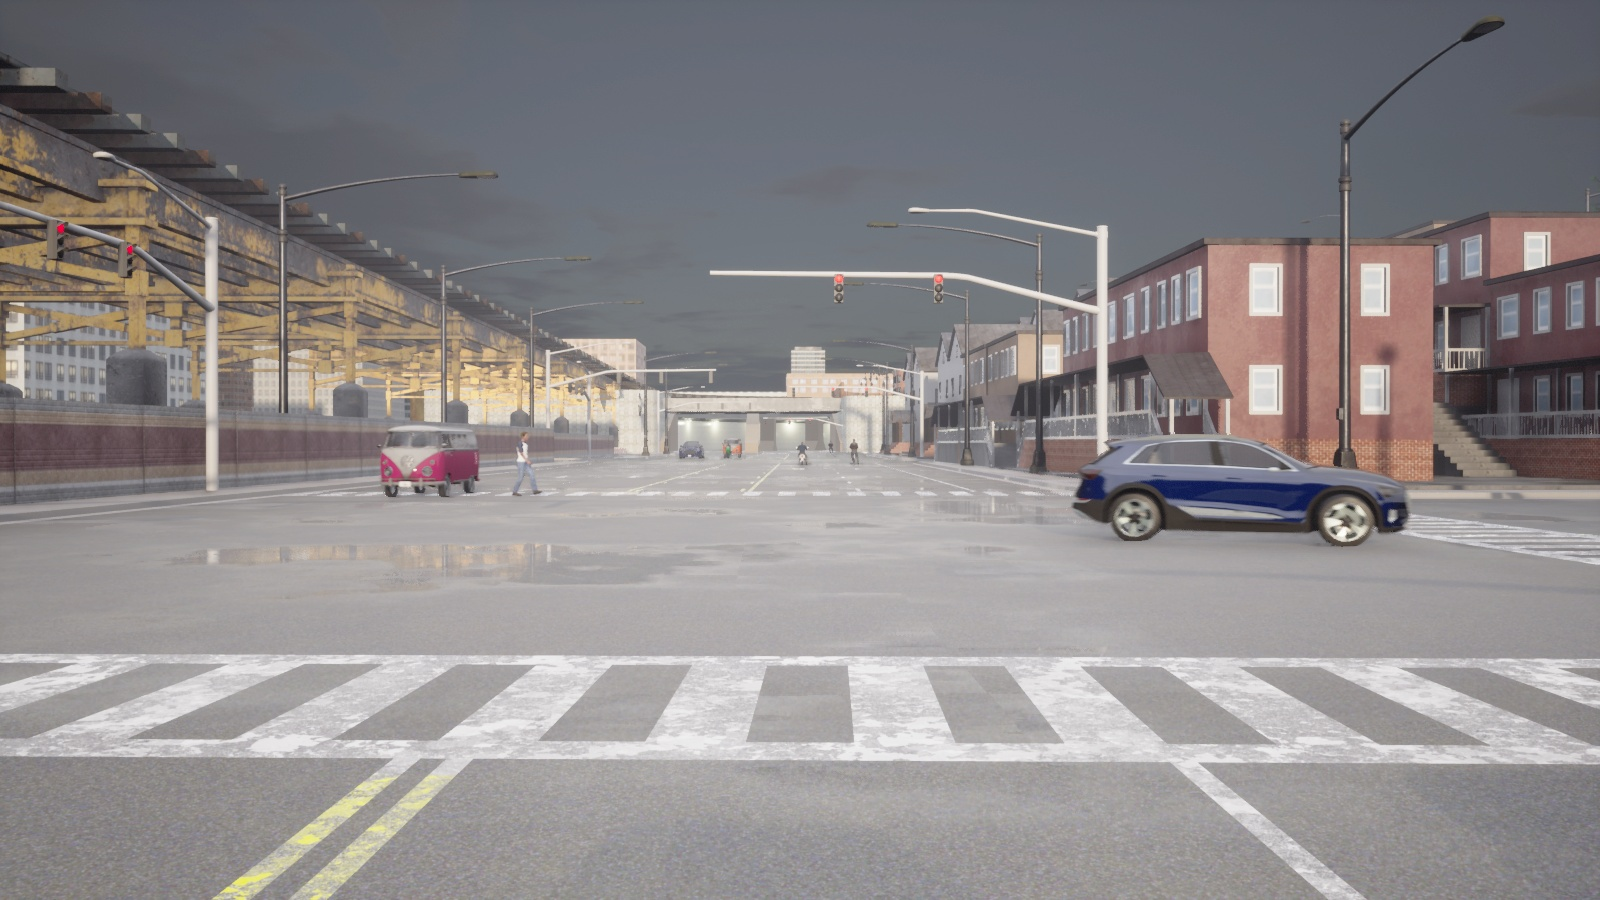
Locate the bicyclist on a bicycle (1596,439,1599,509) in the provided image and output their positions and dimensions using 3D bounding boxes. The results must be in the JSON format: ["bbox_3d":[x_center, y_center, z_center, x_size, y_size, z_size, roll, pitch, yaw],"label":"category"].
[{"bbox_3d":[19.281,0.552,28.819,1.656,1.620,0.582,0,0,0],"label":"bicyclist on a bicycle"}]

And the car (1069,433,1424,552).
[{"bbox_3d":[6.731,0.574,19.226,4.856,1.649,2.033,0,1,20],"label":"car"}]

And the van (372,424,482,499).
[{"bbox_3d":[-10.427,0.291,35.415,1.775,1.987,4.442,0,0,0],"label":"van"}]

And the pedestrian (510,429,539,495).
[{"bbox_3d":[-7.631,0.329,34.838,0.706,1.836,0.354,0,0,10],"label":"pedestrian"}]
